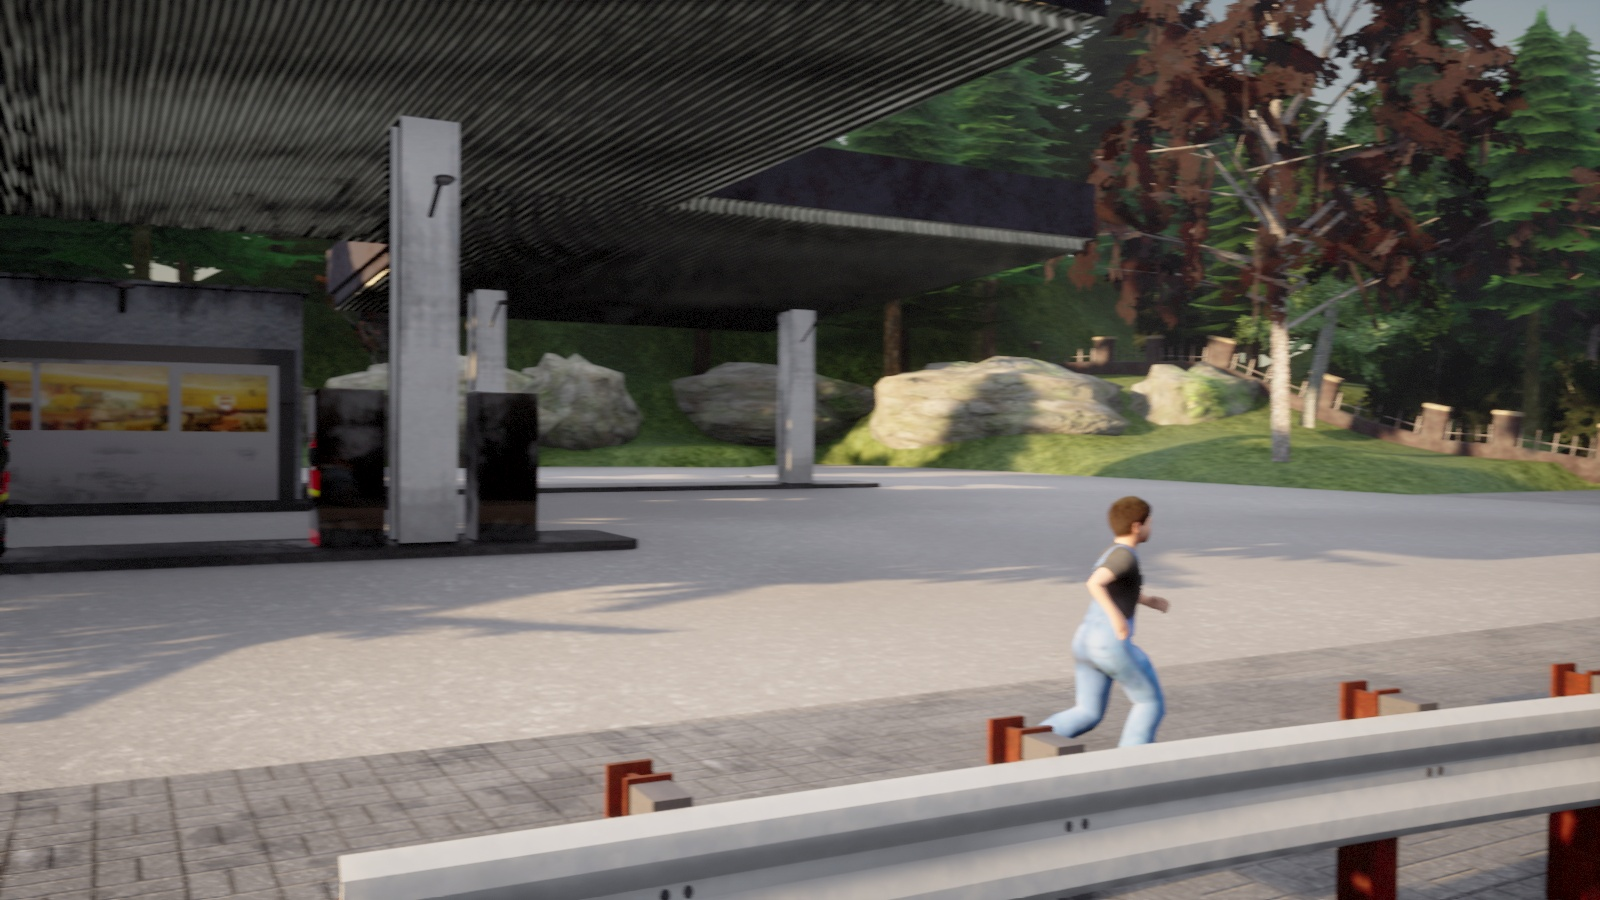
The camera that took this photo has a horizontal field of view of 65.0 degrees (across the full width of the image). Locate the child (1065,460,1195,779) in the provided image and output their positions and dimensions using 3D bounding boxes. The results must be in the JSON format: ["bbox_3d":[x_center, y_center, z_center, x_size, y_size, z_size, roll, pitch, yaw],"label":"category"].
[{"bbox_3d":[1.362,0.678,5.190,0.437,1.263,0.270,-1,1,-15],"label":"child"}]
